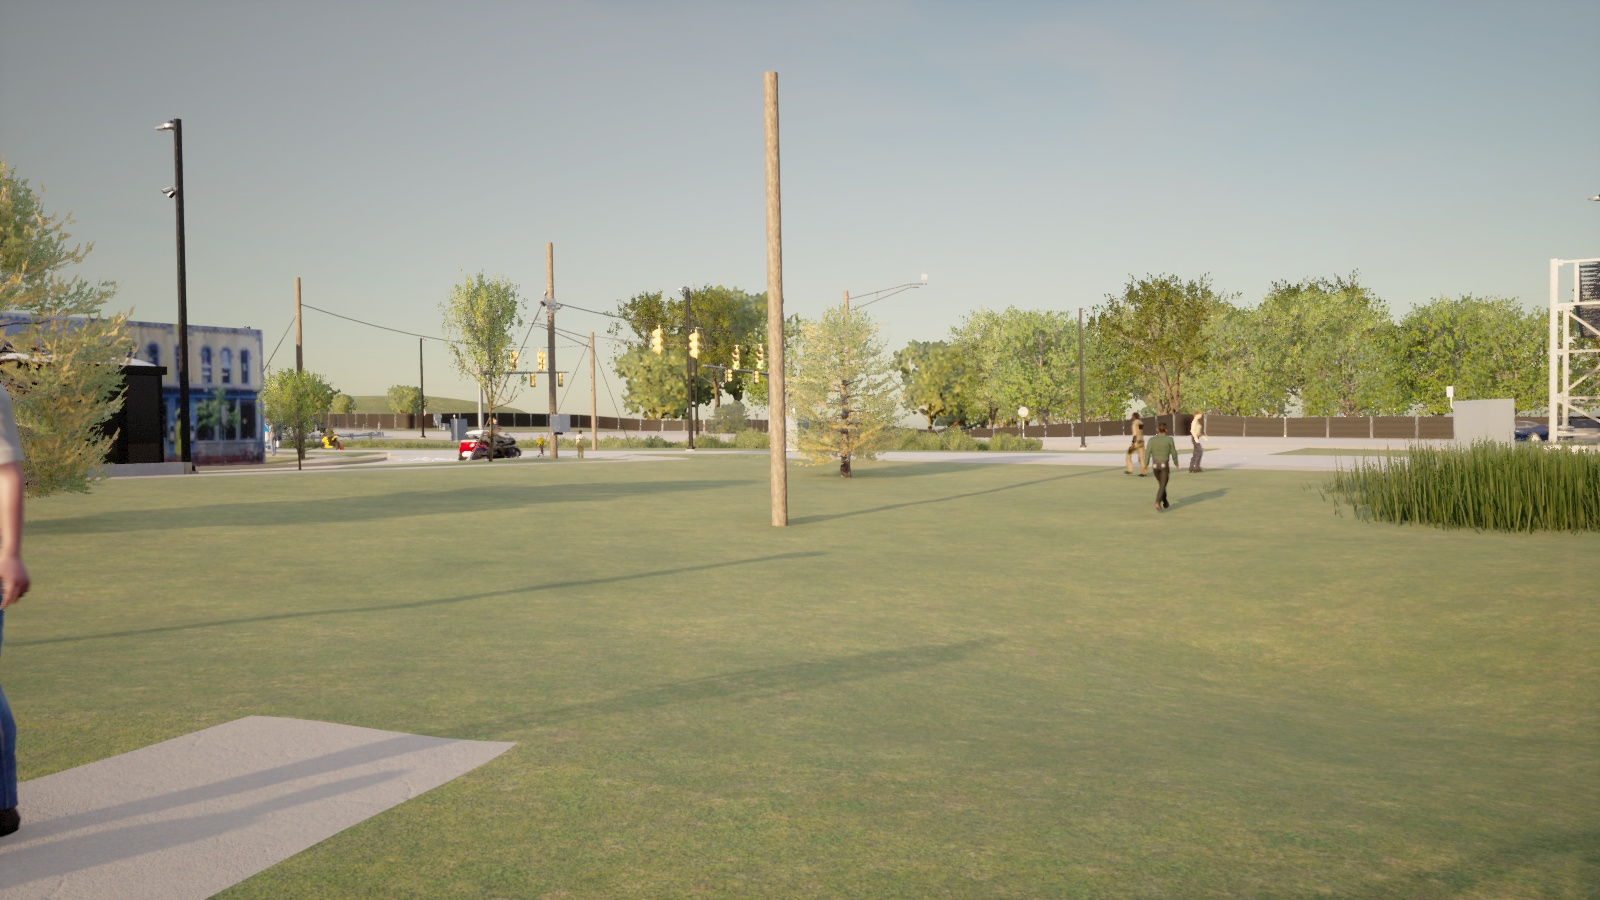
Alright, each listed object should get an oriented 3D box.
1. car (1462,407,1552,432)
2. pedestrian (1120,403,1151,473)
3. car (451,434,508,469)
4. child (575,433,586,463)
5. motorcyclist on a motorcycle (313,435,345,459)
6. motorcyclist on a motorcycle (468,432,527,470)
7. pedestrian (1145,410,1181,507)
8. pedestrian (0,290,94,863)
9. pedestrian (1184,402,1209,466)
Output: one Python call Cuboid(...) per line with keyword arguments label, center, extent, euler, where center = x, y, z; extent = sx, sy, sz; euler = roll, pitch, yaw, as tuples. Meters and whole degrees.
Cuboid(label="car", center=(44.367, -1.911, 78.845), extent=(4.792, 1.488, 2.163), euler=(0, 2, 32))
Cuboid(label="pedestrian", center=(9.359, -0.339, 35.063), extent=(0.396, 1.930, 0.692), euler=(-3, 1, -35))
Cuboid(label="car", center=(-14.090, 0.055, 55.284), extent=(1.481, 1.376, 2.207), euler=(-2, 2, 14))
Cuboid(label="child", center=(-9.340, -0.104, 53.361), extent=(0.270, 1.263, 0.437), euler=(-2, 1, 10))
Cuboid(label="motorcyclist on a motorcycle", center=(-30.361, -0.191, 80.947), extent=(2.044, 1.523, 0.797), euler=(-1, 1, 33))
Cuboid(label="motorcyclist on a motorcycle", center=(-12.837, 0.028, 53.308), extent=(2.191, 1.530, 0.866), euler=(-3, 2, -39))
Cuboid(label="pedestrian", center=(7.363, 0.165, 25.466), extent=(0.423, 1.949, 0.788), euler=(-2, 1, 33))
Cuboid(label="pedestrian", center=(-2.765, 0.407, 4.045), extent=(0.354, 1.836, 0.706), euler=(-2, 1, 26))
Cuboid(label="pedestrian", center=(11.542, -0.474, 36.529), extent=(0.594, 1.836, 0.345), euler=(-2, 1, 25))
